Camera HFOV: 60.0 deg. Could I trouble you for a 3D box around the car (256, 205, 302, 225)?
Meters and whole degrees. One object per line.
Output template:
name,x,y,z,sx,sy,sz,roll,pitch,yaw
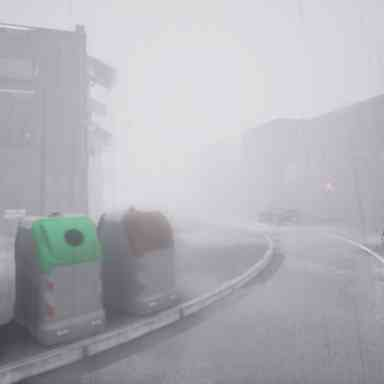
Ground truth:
car,6.842,1.788,26.741,1.837,1.490,4.892,-1,-2,-15

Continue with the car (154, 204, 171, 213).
car,-4.996,2.766,55.013,1.812,1.442,4.674,-1,0,-17

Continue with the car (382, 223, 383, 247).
car,7.628,1.425,10.810,1.837,1.490,4.892,-1,1,19
